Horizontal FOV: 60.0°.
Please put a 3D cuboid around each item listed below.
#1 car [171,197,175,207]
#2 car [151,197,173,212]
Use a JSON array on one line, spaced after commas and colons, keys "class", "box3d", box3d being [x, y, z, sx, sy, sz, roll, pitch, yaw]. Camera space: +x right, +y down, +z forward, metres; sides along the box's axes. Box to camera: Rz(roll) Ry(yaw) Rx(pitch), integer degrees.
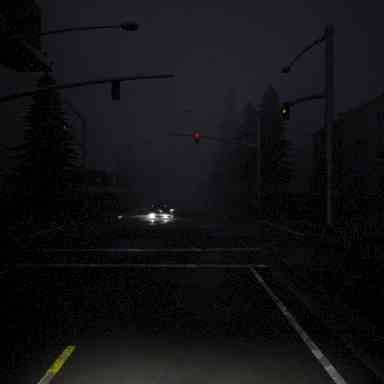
[{"class": "car", "box3d": [-3.557, 1.505, 48.310, 1.837, 1.490, 4.892, 0, 0, 0]}, {"class": "car", "box3d": [-3.579, 1.601, 38.185, 1.895, 1.301, 4.718, 0, 0, 0]}]
